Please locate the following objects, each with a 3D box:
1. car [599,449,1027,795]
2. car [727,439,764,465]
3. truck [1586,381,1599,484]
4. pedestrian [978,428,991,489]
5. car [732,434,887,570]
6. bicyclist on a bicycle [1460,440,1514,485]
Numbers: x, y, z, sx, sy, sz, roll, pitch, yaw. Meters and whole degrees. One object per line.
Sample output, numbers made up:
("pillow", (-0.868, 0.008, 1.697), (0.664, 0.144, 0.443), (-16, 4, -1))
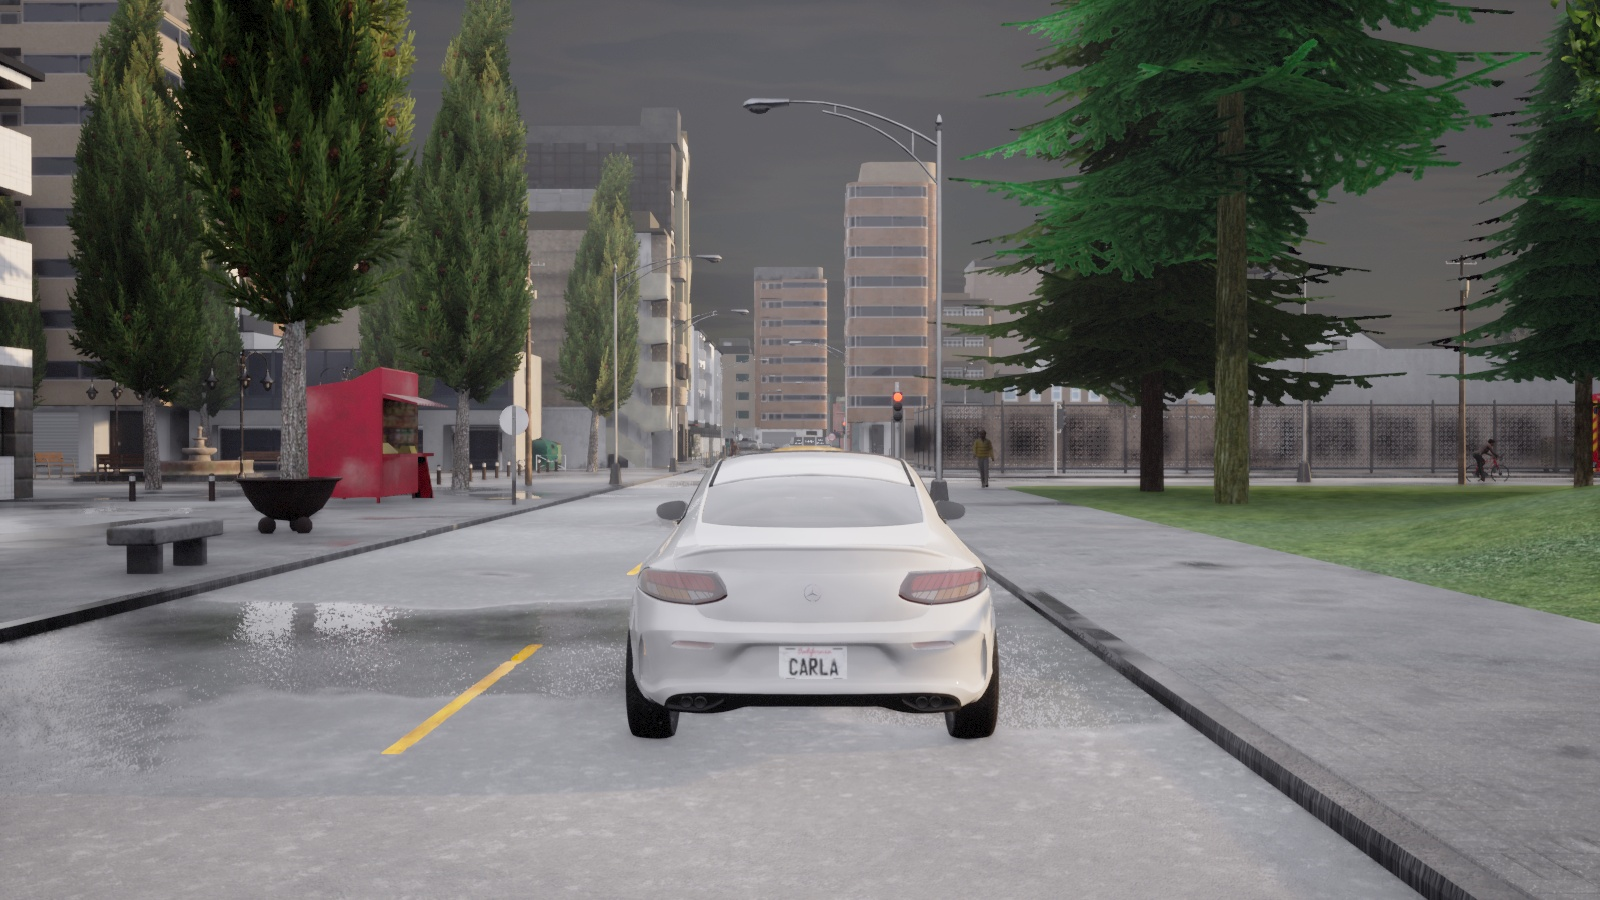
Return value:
("car", (0.067, 0.729, 7.659), (1.812, 1.442, 4.674), (0, 0, 0))
("car", (-3.544, 0.124, 82.067), (2.242, 1.667, 4.611), (0, 0, 0))
("truck", (34.180, -0.653, 46.429), (8.468, 3.827, 2.891), (0, 0, -1))
("pedestrian", (5.607, 0.245, 38.177), (0.370, 1.835, 0.726), (0, 0, 7))
("car", (0.130, 0.588, 17.254), (1.801, 1.575, 5.366), (0, 0, 0))
("bicyclist on a bicycle", (25.440, 0.457, 46.501), (1.656, 1.620, 0.582), (0, 0, 0))
